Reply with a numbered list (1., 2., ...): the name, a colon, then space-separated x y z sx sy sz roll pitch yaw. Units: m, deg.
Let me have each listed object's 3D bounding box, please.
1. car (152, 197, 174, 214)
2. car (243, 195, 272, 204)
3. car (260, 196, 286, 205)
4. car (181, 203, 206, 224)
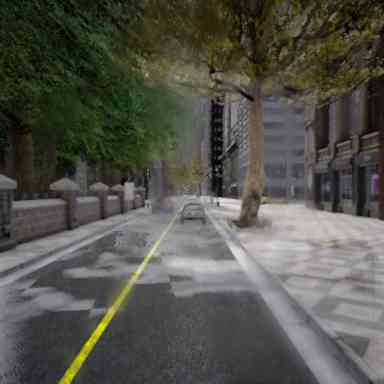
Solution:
1. car: -3.054 1.383 35.626 2.097 1.767 4.553 0 0 0
2. car: 12.041 1.388 61.355 4.829 1.417 1.752 -1 1 0
3. car: 12.358 1.390 52.829 4.829 1.417 1.752 -1 1 0
4. car: 0.102 1.561 25.189 2.033 1.411 5.357 0 0 0
